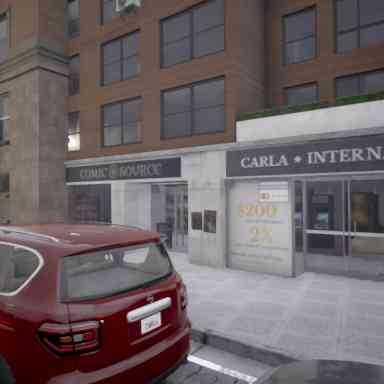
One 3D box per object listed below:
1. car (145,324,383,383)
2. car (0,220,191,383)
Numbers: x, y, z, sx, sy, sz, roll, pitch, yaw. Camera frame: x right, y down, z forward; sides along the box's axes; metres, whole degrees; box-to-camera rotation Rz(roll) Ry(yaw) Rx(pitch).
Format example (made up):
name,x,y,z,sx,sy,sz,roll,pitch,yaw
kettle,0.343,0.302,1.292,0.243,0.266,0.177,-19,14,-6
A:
name,x,y,z,sx,sy,sz,roll,pitch,yaw
car,2.134,1.550,1.335,4.403,1.369,2.008,0,-1,35
car,-2.328,1.319,4.520,5.009,1.841,2.192,0,-1,35
